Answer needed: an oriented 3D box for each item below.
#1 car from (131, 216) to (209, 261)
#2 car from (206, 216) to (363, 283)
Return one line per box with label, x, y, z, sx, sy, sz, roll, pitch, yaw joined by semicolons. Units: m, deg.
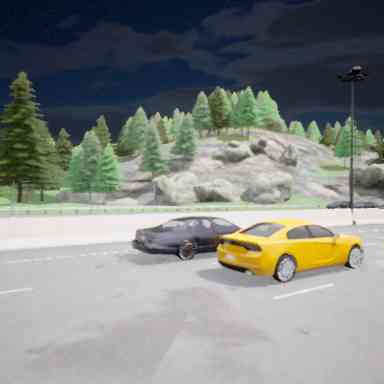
car;0.480;1.604;12.442;5.357;1.411;2.033;1;0;-33
car;3.080;1.554;9.933;5.008;1.535;1.882;0;0;-33
